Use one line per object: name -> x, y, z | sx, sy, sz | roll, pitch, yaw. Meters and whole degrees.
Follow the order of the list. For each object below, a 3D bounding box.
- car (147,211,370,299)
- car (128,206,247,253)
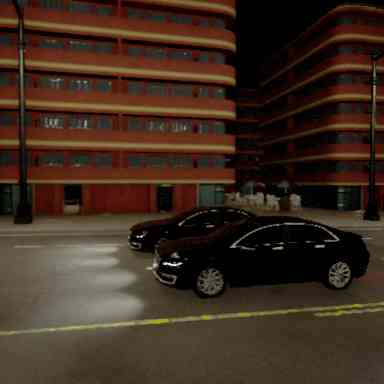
car -> 1.587, 1.331, 7.610 | 4.892, 1.490, 1.837 | 1, 1, -13
car -> 0.401, 1.226, 10.925 | 4.892, 1.490, 1.837 | 1, 1, -13
